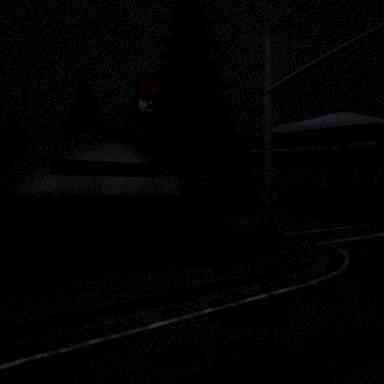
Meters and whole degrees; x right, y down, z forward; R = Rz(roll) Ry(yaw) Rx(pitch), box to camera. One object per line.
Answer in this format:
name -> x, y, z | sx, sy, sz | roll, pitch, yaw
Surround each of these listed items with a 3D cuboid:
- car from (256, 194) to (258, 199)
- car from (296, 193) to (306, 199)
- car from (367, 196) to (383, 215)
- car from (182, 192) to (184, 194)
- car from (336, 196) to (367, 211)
car -> 15.261, 1.038, 86.173 | 1.845, 1.501, 3.633 | 0, 0, -36
car -> 29.354, 0.995, 86.956 | 2.152, 1.636, 5.027 | 0, 0, -36
car -> 18.099, 1.168, 30.337 | 3.866, 1.878, 1.905 | 0, 0, -36
car -> -1.336, 0.911, 65.255 | 1.905, 1.878, 3.866 | 0, 0, -36
car -> 18.266, 1.315, 37.468 | 4.611, 1.667, 2.242 | 0, 0, -36
